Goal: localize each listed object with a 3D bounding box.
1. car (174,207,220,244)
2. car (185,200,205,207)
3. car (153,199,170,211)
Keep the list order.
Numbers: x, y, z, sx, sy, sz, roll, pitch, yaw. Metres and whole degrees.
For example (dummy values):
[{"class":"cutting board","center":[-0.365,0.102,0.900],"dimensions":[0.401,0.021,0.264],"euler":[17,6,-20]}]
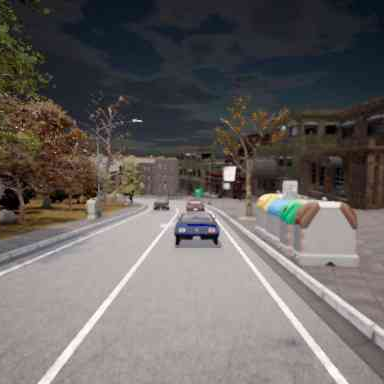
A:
[{"class":"car","center":[0.215,1.579,15.675],"dimensions":[1.895,1.301,4.718],"euler":[0,0,0]},{"class":"car","center":[0.301,1.477,33.353],"dimensions":[1.812,1.442,4.674],"euler":[0,0,0]},{"class":"car","center":[-3.604,1.496,39.853],"dimensions":[2.033,1.411,5.357],"euler":[0,0,-3]}]
